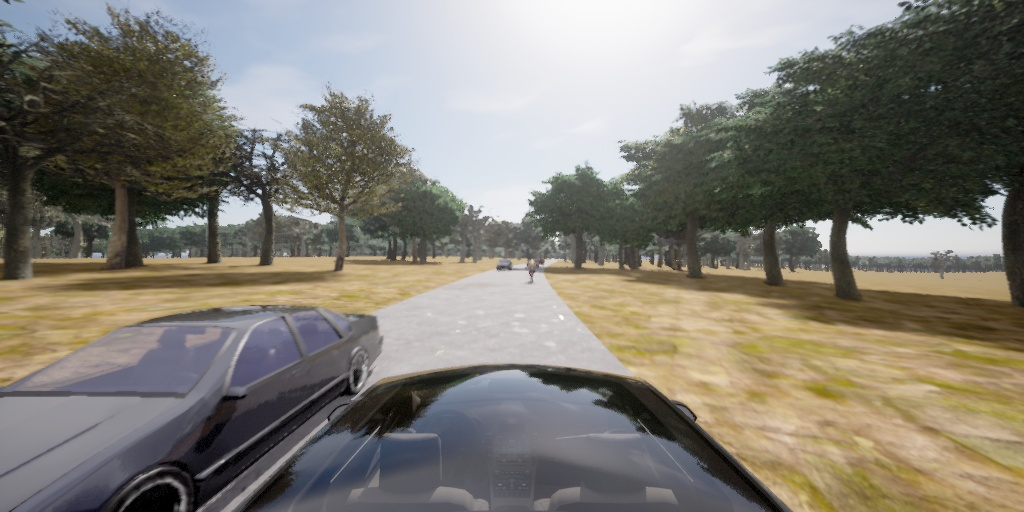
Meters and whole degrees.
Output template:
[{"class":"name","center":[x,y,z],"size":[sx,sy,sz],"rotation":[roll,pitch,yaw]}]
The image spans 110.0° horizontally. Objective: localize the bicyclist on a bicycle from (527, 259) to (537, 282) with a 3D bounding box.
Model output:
[{"class":"bicyclist on a bicycle","center":[1.517,1.141,26.943],"size":[0.866,1.612,1.509],"rotation":[0,0,3]}]

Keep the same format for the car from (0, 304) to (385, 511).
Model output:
[{"class":"car","center":[-3.080,1.290,3.808],"size":[2.033,1.411,5.357],"rotation":[0,0,0]}]

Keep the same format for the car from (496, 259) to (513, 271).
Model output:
[{"class":"car","center":[-0.926,1.182,46.974],"size":[1.837,1.490,4.892],"rotation":[0,-1,6]}]

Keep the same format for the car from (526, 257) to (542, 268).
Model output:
[{"class":"car","center":[3.418,1.288,58.991],"size":[1.895,1.301,4.718],"rotation":[0,0,7]}]
